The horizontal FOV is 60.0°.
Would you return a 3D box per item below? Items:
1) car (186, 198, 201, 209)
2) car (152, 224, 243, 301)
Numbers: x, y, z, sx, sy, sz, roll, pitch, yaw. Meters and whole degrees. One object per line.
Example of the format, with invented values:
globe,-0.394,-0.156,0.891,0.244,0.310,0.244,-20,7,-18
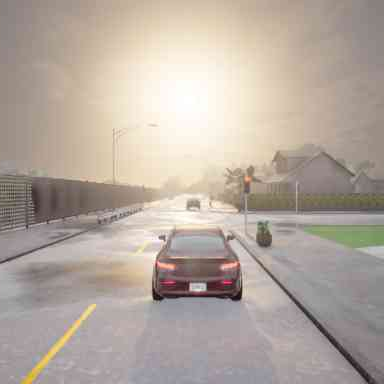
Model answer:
car,0.192,1.505,44.102,1.837,1.490,4.892,0,0,0
car,0.110,1.526,8.217,1.812,1.442,4.674,0,0,0
